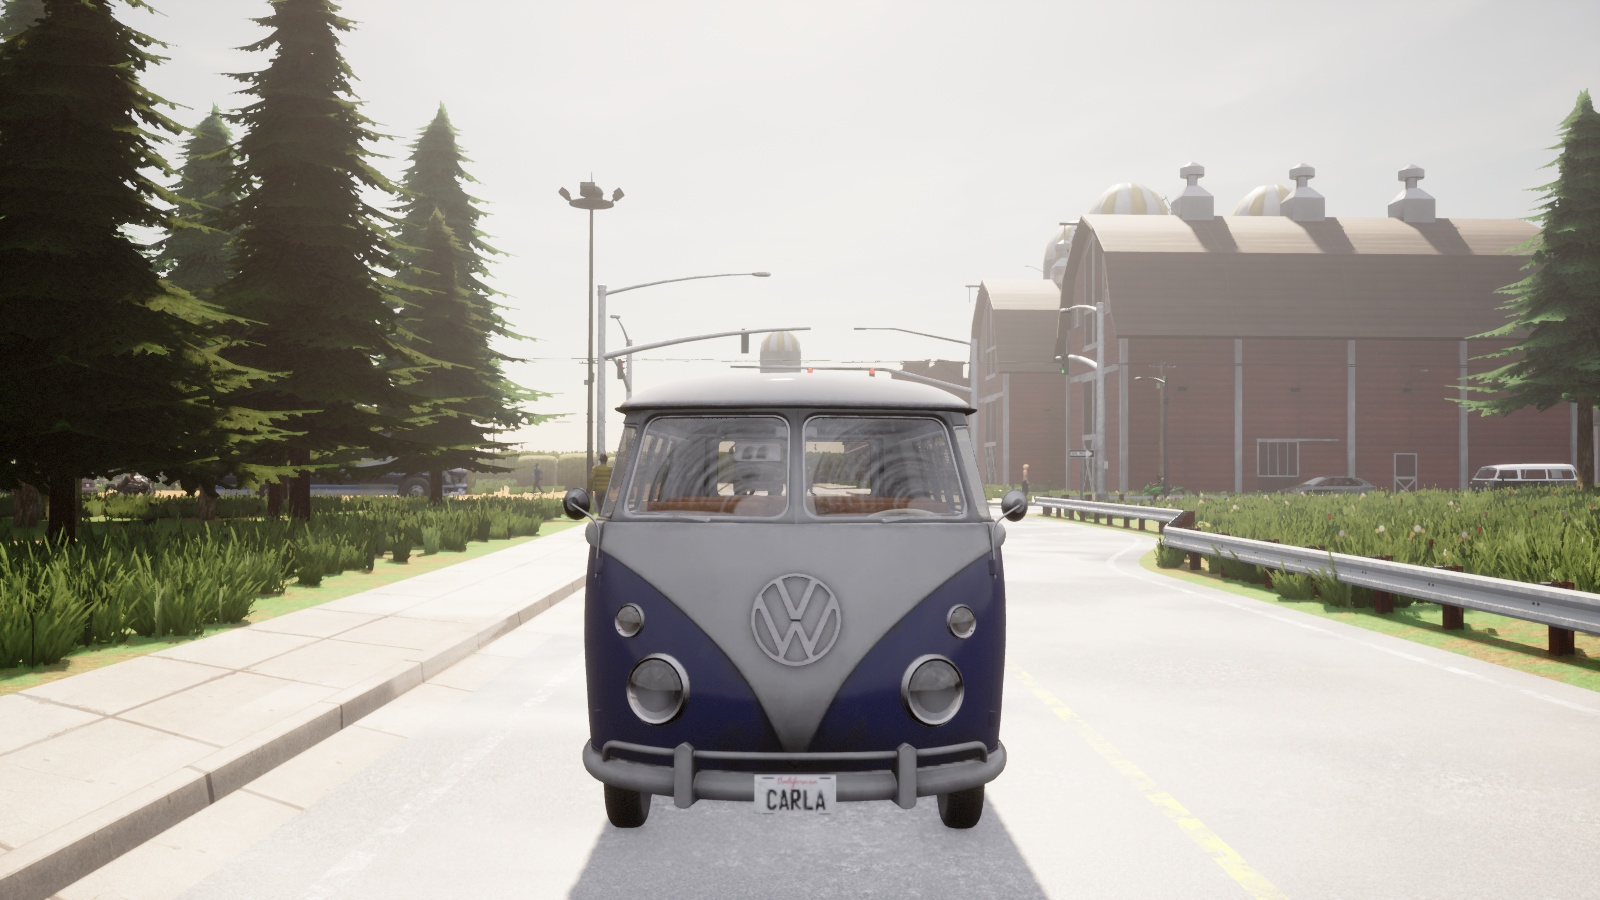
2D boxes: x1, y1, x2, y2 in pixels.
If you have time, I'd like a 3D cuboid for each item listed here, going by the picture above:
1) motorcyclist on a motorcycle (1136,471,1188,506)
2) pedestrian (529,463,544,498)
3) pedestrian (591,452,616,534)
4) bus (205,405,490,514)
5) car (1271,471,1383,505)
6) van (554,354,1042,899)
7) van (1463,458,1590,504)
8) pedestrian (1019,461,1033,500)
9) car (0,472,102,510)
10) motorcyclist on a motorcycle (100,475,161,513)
[{"bbox_3d":[16.080,1.694,55.812,2.044,1.523,0.797,0,-1,-1],"label":"motorcyclist on a motorcycle"},{"bbox_3d":[-14.838,1.710,70.721,0.396,1.930,0.692,-1,-1,42],"label":"pedestrian"},{"bbox_3d":[-4.450,0.971,28.473,0.431,1.840,0.709,0,-1,1],"label":"pedestrian"},{"bbox_3d":[-18.348,0.401,51.533,10.273,4.253,3.944,0,-1,-1],"label":"bus"},{"bbox_3d":[23.452,1.699,55.983,4.193,1.474,1.816,0,-1,-1],"label":"car"},{"bbox_3d":[-0.024,0.681,6.802,1.775,1.987,4.442,0,-1,0],"label":"van"},{"bbox_3d":[32.474,1.376,56.197,4.480,2.038,2.069,0,-1,-1],"label":"van"},{"bbox_3d":[10.766,1.456,59.845,0.594,1.836,0.345,0,-1,-1],"label":"pedestrian"},{"bbox_3d":[-32.903,1.787,54.674,3.988,1.617,1.851,0,-1,-1],"label":"car"},{"bbox_3d":[-27.342,1.792,51.301,2.044,1.523,0.797,0,-1,-1],"label":"motorcyclist on a motorcycle"}]
